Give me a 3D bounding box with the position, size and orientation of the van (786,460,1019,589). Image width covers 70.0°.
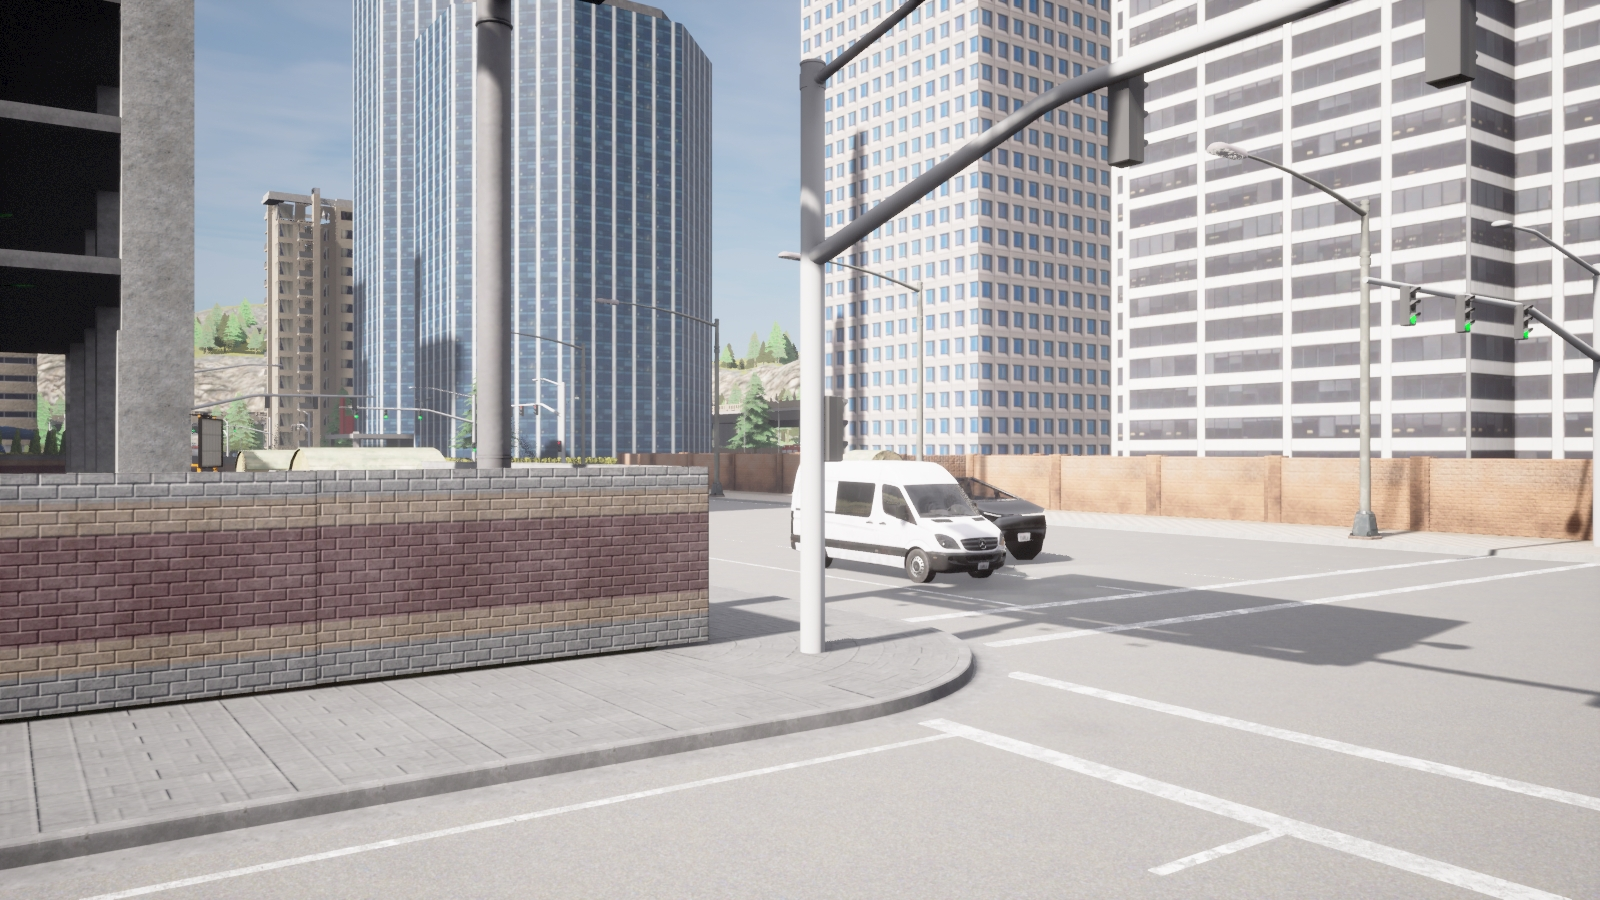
[{"bbox_3d":[2.162,1.533,26.216,1.988,2.561,5.915,0,0,-35],"label":"van"}]

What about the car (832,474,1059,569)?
[{"bbox_3d":[3.654,1.752,30.193,2.390,2.098,6.274,0,0,-35],"label":"car"}]
